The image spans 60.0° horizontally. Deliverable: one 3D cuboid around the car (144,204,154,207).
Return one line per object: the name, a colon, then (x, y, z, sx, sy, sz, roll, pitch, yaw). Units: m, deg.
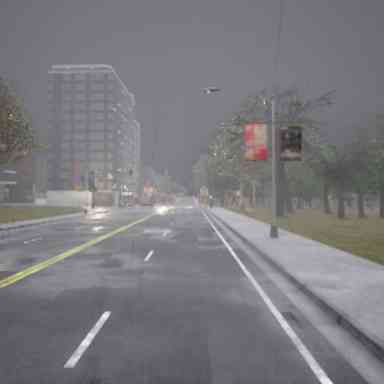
car: (-6.505, 1.887, 48.144, 2.033, 1.411, 5.357, 0, -1, 0)

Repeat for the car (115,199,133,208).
car: (-9.755, 1.703, 48.177, 2.097, 1.767, 4.553, 0, -1, 0)
